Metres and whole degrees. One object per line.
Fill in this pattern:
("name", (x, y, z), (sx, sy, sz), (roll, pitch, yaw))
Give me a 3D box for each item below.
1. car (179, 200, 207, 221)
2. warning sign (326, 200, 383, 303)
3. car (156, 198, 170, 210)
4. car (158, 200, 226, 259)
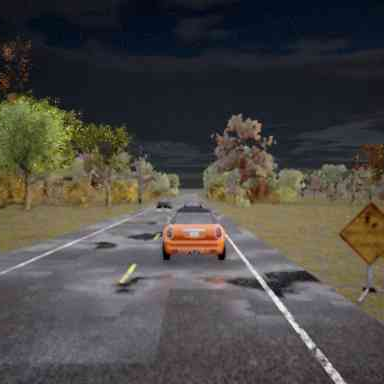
("car", (0.070, 1.476, 28.124), (2.128, 1.511, 4.902), (0, 0, 0))
("warning sign", (3.550, 1.111, 6.654), (1.300, 1.860, 1.060), (0, 0, 0))
("car", (-3.614, 1.527, 43.862), (2.033, 1.411, 5.357), (0, 0, 0))
("car", (0.076, 1.346, 12.652), (2.097, 1.767, 4.553), (0, 0, 0))
